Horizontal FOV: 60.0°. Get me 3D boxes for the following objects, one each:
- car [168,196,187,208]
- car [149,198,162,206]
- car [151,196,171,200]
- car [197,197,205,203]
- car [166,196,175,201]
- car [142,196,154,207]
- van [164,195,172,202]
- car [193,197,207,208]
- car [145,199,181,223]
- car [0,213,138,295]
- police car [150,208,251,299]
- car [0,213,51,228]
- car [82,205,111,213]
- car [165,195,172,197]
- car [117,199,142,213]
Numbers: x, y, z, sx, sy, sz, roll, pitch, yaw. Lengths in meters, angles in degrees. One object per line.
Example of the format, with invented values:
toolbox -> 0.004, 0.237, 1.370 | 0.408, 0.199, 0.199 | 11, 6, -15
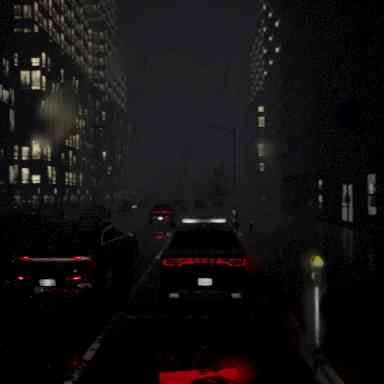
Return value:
car -> -1.681, 1.660, 43.010 | 1.812, 1.442, 4.674 | 0, 0, 2
car -> -6.760, 1.804, 61.530 | 1.802, 1.307, 4.206 | 0, 0, 2
car -> -4.487, 1.753, 48.919 | 1.994, 1.385, 4.181 | 0, 0, 2
car -> 2.178, 1.765, 78.307 | 1.802, 1.307, 4.206 | 0, 0, 2
car -> -5.822, 1.840, 89.976 | 1.947, 1.339, 4.313 | 0, 0, 2
car -> -7.135, 1.743, 50.152 | 1.887, 1.381, 4.507 | 0, 0, 2
van -> -6.011, 1.605, 84.287 | 1.690, 1.788, 3.998 | 0, 0, 2
car -> 1.053, 1.681, 44.174 | 1.947, 1.339, 4.313 | 0, 0, 2
car -> -2.144, 1.600, 25.896 | 1.837, 1.490, 4.892 | 0, 0, 2
car -> -2.707, 1.542, 8.839 | 2.128, 1.511, 4.902 | 0, 0, 2
police car -> 0.323, 1.450, 8.690 | 1.930, 1.638, 5.238 | 0, 0, 2
car -> -8.260, 1.684, 16.017 | 1.947, 1.339, 4.313 | 0, 0, 2
car -> -7.884, 1.728, 27.394 | 1.802, 1.307, 4.206 | 0, 0, 2
car -> -6.198, 1.694, 78.597 | 1.967, 1.590, 4.097 | 0, 0, 2
car -> -7.510, 1.724, 38.773 | 2.008, 1.369, 4.403 | 0, 0, 2
